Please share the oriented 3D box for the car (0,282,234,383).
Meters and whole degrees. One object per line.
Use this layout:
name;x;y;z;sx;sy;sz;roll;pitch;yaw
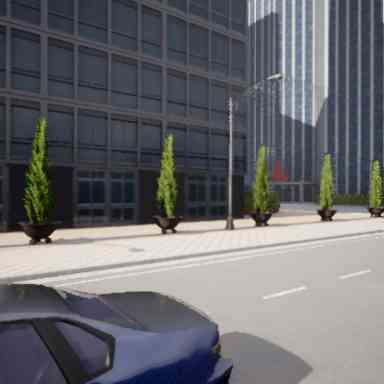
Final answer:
car;-2.150;1.546;2.456;5.357;1.411;2.033;0;0;-36
